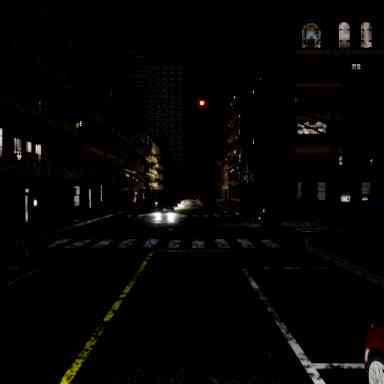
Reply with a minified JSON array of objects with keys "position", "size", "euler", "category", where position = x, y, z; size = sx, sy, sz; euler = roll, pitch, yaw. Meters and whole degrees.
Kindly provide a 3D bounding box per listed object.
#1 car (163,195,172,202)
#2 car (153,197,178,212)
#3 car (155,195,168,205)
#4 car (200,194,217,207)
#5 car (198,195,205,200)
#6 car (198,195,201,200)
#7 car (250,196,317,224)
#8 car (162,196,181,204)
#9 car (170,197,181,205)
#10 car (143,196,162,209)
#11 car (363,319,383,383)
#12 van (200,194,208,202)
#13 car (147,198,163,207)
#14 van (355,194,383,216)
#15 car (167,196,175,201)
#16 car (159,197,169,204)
[{"position":[-5.623,1.563,78.281],"size":[1.752,1.417,4.829],"euler":[-1,0,0],"category":"car"},{"position":[-3.063,1.607,39.348],"size":[1.895,1.301,4.718],"euler":[0,0,0],"category":"car"},{"position":[-5.640,1.463,61.867],"size":[1.967,1.590,4.097],"euler":[-1,0,0],"category":"car"},{"position":[2.730,1.454,50.798],"size":[1.967,1.590,4.097],"euler":[-1,0,0],"category":"car"},{"position":[2.774,1.603,95.021],"size":[1.887,1.381,4.507],"euler":[-1,0,0],"category":"car"},{"position":[2.747,1.578,67.381],"size":[2.008,1.369,4.403],"euler":[-1,0,0],"category":"car"},{"position":[6.527,1.260,23.978],"size":[4.553,1.767,2.097],"euler":[-2,1,-10],"category":"car"},{"position":[-3.049,1.518,49.864],"size":[1.837,1.490,4.892],"euler":[0,0,0],"category":"car"},{"position":[-3.006,1.623,61.661],"size":[1.895,1.301,4.718],"euler":[0,0,0],"category":"car"},{"position":[-5.655,1.561,45.284],"size":[2.008,1.369,4.403],"euler":[0,0,0],"category":"car"},{"position":[2.682,1.544,1.799],"size":[1.887,1.381,4.507],"euler":[0,0,0],"category":"car"},{"position":[2.756,1.379,78.437],"size":[1.690,1.788,3.998],"euler":[-1,0,0],"category":"van"},{"position":[-5.650,1.580,50.811],"size":[1.947,1.339,4.313],"euler":[0,0,0],"category":"car"},{"position":[15.666,1.036,27.357],"size":[3.998,1.788,1.690],"euler":[-1,1,-1],"category":"van"},{"position":[-5.611,1.633,89.507],"size":[1.802,1.307,4.206],"euler":[-1,0,0],"category":"car"},{"position":[-5.633,1.609,67.395],"size":[1.802,1.307,4.206],"euler":[-1,0,0],"category":"car"}]
